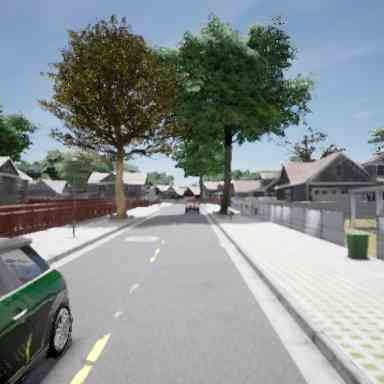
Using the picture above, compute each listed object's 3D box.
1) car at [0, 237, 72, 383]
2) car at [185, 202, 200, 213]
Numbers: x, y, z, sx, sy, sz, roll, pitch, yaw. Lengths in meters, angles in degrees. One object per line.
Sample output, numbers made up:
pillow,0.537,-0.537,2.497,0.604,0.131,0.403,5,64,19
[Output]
car,-2.836,1.374,3.033,2.097,1.767,4.553,0,0,0
car,0.066,2.018,43.579,1.895,1.301,4.718,0,-1,1
